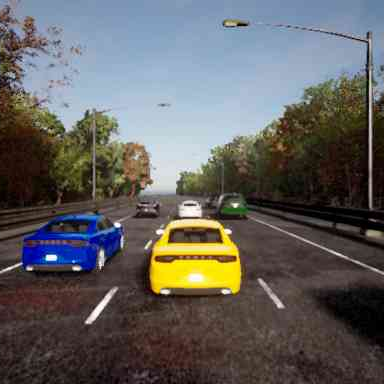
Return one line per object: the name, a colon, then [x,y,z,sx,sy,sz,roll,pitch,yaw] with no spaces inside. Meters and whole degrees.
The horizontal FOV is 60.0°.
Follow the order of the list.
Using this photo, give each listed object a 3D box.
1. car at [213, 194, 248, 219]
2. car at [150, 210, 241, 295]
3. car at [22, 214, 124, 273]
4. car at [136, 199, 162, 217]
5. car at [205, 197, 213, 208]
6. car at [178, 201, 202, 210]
car: [3.285,1.152,28.211,2.150,2.045,5.566,0,0,-1]
car: [0.060,1.453,8.706,1.882,1.535,5.008,0,0,0]
car: [-3.455,1.448,10.601,1.882,1.535,5.008,0,0,0]
car: [-3.746,1.371,29.489,2.128,1.511,4.902,1,-2,-1]
car: [2.848,1.435,45.557,1.812,1.442,4.674,0,0,-2]
car: [-0.168,1.457,26.946,1.812,1.442,4.674,0,0,-1]
